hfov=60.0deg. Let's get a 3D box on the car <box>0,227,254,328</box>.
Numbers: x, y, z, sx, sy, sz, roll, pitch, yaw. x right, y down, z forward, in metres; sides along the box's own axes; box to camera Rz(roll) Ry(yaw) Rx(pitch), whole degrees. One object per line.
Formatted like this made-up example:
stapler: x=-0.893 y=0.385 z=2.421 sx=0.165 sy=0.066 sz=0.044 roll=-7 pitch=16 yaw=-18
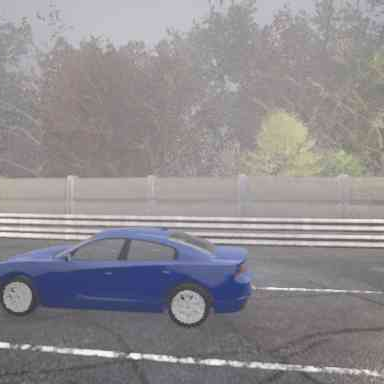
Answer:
car: x=-1.337 y=1.452 z=6.541 sx=5.008 sy=1.535 sz=1.882 roll=0 pitch=0 yaw=8
